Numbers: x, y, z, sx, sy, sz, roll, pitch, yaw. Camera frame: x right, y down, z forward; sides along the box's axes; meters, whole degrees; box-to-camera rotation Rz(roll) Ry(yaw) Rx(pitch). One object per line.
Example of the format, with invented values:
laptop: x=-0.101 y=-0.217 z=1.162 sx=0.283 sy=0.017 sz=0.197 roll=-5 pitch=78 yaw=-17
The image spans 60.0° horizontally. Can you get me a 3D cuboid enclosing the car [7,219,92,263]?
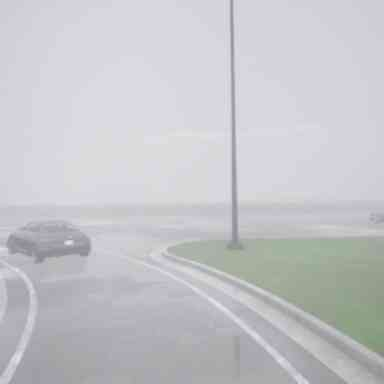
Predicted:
car: x=-5.630 y=1.756 z=13.000 sx=1.994 sy=1.385 sz=4.181 roll=0 pitch=-1 yaw=-43

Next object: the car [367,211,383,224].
car: x=14.650 y=1.607 z=22.736 sx=4.718 sy=1.301 sz=1.895 roll=-1 pitch=-1 yaw=-2
